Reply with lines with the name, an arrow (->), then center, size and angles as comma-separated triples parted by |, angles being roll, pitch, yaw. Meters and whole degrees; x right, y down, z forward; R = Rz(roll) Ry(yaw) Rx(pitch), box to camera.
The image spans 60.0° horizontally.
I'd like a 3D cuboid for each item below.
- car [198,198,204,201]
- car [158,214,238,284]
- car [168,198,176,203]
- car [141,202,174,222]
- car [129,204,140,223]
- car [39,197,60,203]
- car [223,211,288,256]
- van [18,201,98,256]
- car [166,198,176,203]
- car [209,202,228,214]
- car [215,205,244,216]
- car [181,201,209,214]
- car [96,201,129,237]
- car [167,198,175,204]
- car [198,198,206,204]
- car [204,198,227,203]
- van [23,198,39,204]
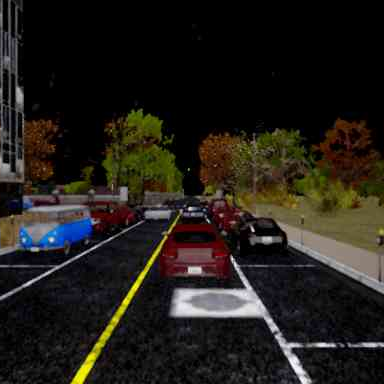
car -> 2.621, 2.024, 76.261 | 1.967, 1.590, 4.097 | -1, 0, 0
car -> 0.077, 1.598, 9.712 | 1.812, 1.442, 4.674 | 0, 0, 0
car -> -5.310, 2.262, 90.653 | 1.947, 1.339, 4.313 | -1, 0, 0
car -> -2.836, 1.814, 28.242 | 1.895, 1.301, 4.718 | 0, 0, 0
car -> -5.320, 1.728, 24.445 | 1.887, 1.381, 4.507 | -1, 0, 0
car -> -25.665, 1.754, 58.253 | 5.009, 1.841, 2.192 | 0, 0, -1
car -> 2.559, 1.665, 13.390 | 1.947, 1.339, 4.313 | -1, 0, 0
van -> -5.324, 1.440, 13.351 | 1.690, 1.788, 3.998 | -1, 0, 0
car -> -5.314, 2.173, 79.278 | 1.947, 1.339, 4.313 | -1, 0, 0
car -> 2.576, 1.738, 25.691 | 1.887, 1.381, 4.507 | -1, 0, 0
car -> 2.560, 1.686, 18.931 | 1.887, 1.381, 4.507 | -1, 0, 0
car -> 0.090, 1.749, 26.866 | 2.033, 1.411, 5.357 | 0, 0, 0
car -> -5.323, 1.456, 18.899 | 2.192, 1.841, 5.009 | -1, 0, 0
car -> -5.311, 2.217, 84.965 | 1.947, 1.339, 4.313 | -1, 0, 0
car -> 2.569, 2.196, 84.961 | 1.887, 1.381, 4.507 | -1, 0, 0
car -> 2.688, 1.575, 34.329 | 2.192, 1.841, 5.009 | -1, 0, 0
van -> -25.815, 1.822, 50.079 | 3.998, 1.788, 1.690 | 0, 0, -1
